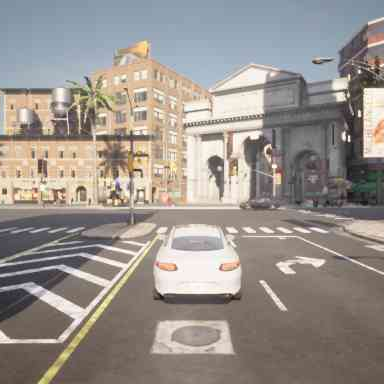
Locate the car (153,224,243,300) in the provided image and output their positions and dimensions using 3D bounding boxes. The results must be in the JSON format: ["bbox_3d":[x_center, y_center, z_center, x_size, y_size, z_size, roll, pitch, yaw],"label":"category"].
[{"bbox_3d":[0.108,1.526,8.276,1.812,1.442,4.674,0,0,0],"label":"car"}]

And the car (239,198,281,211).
[{"bbox_3d":[8.246,1.491,40.502,4.902,1.511,2.128,0,0,1],"label":"car"}]
